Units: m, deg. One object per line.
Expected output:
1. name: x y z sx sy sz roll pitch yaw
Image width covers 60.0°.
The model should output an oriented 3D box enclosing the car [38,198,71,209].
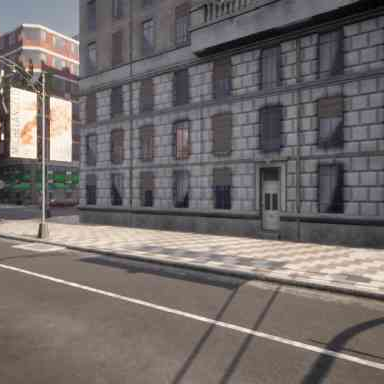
1. car: -18.065 1.525 44.377 1.812 1.442 4.674 0 0 36

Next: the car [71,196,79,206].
1. car: -11.577 1.221 41.094 2.150 2.045 5.566 0 0 36
